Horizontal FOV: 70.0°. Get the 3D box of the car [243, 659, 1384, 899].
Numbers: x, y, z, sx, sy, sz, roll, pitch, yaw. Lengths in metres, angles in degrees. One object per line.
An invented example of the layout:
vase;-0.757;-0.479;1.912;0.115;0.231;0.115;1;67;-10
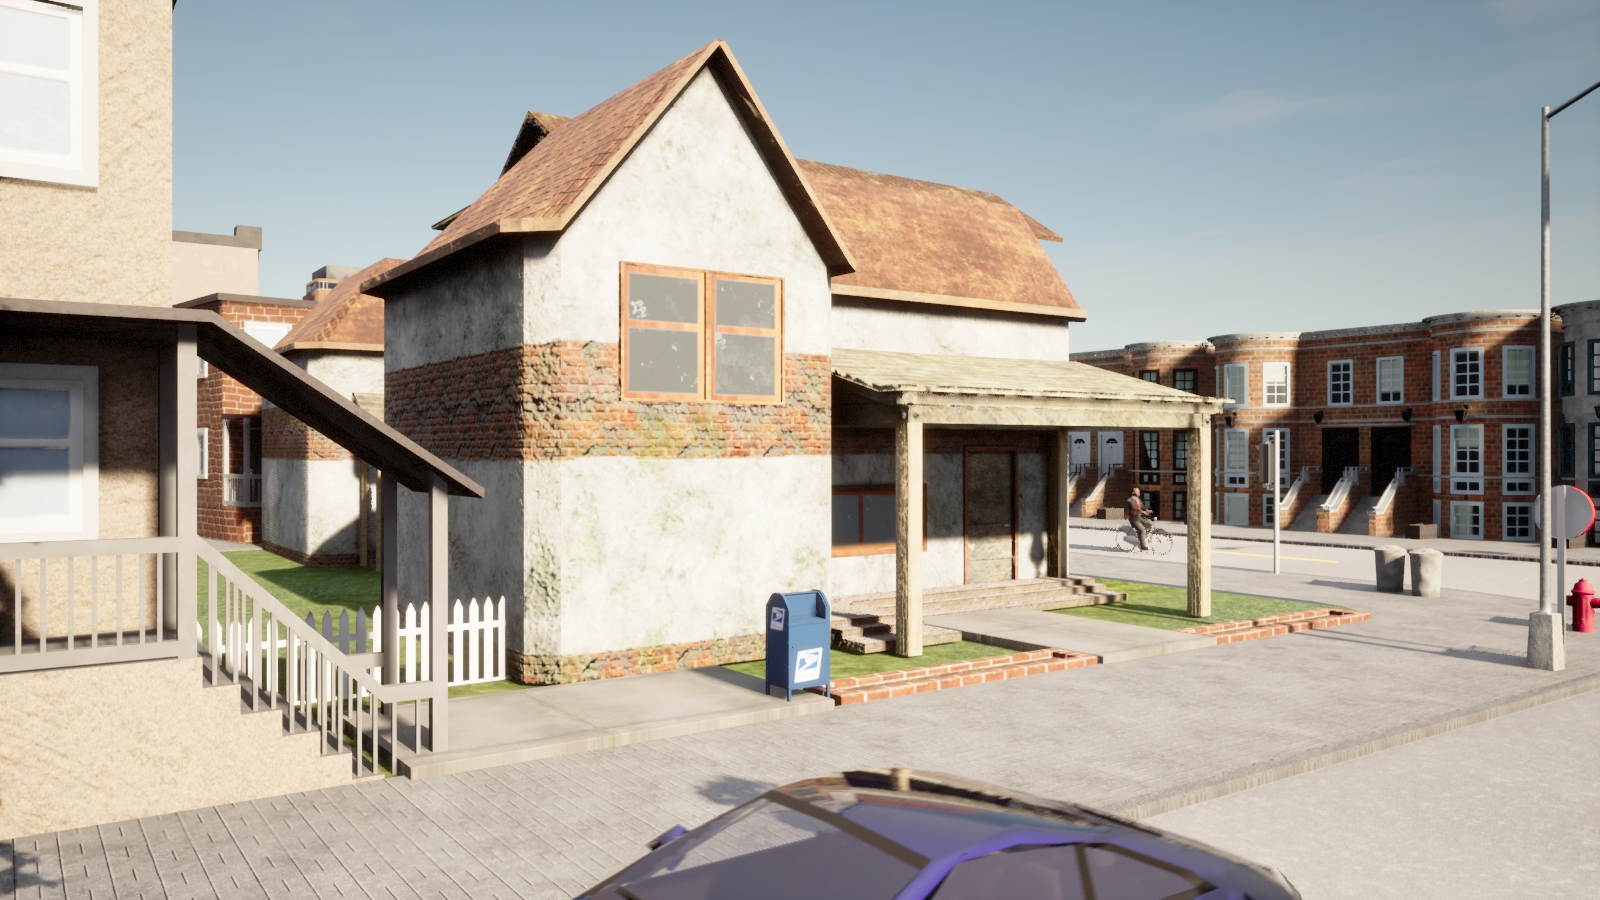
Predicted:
car;0.244;1.897;4.567;4.181;1.385;1.994;0;0;-35
